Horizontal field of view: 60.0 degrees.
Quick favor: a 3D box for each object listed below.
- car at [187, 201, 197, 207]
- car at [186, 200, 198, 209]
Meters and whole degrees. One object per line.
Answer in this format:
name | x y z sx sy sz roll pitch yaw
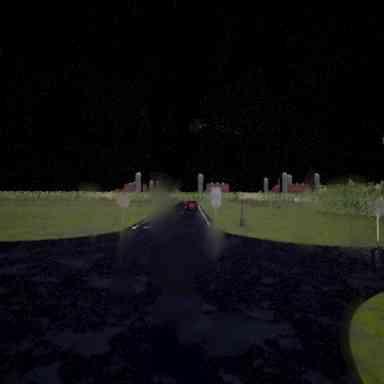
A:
car | 0.011 2.429 68.230 1.895 1.301 4.718 0 -1 0
car | 0.009 2.188 57.781 1.882 1.535 5.008 0 -1 0
